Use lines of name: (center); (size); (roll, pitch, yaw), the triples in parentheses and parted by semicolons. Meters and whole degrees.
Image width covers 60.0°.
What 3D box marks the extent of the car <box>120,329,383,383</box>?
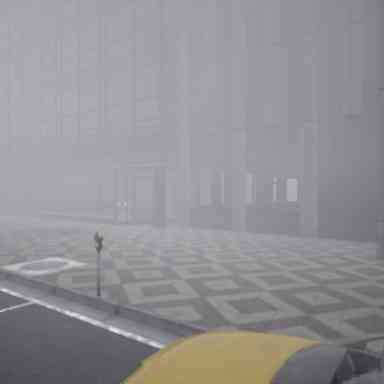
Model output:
car: (1.549, 1.526, 1.978); (4.829, 1.417, 1.752); (0, 0, 36)
